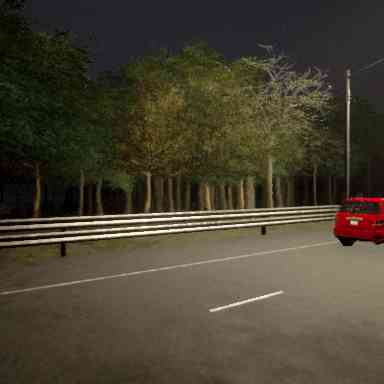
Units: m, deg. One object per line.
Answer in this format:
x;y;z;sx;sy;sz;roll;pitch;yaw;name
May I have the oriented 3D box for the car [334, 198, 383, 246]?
8.294;1.252;14.083;5.566;2.045;2.150;0;0;-35;car
